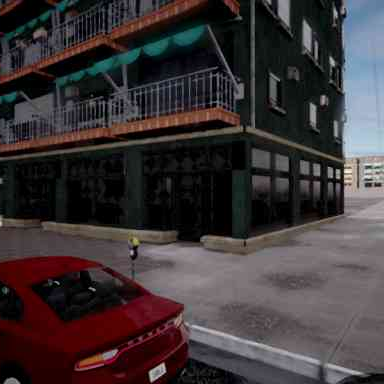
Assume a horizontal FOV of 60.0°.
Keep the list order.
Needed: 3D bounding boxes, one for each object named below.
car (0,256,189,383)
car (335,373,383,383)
[{"bbox_3d":[-2.133,1.544,4.407,4.507,1.381,1.887,0,0,36],"label":"car"},{"bbox_3d":[2.450,1.566,1.126,4.313,1.339,1.947,0,0,36],"label":"car"}]
